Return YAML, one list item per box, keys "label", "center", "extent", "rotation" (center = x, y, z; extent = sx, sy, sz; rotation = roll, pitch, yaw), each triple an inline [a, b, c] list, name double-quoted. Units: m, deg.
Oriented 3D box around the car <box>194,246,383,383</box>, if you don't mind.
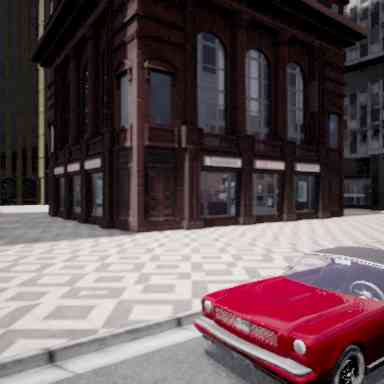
- label: "car"
  center: [2.371, 1.599, 5.076]
  extent: [4.718, 1.301, 1.895]
  rotation: [0, 0, -36]
